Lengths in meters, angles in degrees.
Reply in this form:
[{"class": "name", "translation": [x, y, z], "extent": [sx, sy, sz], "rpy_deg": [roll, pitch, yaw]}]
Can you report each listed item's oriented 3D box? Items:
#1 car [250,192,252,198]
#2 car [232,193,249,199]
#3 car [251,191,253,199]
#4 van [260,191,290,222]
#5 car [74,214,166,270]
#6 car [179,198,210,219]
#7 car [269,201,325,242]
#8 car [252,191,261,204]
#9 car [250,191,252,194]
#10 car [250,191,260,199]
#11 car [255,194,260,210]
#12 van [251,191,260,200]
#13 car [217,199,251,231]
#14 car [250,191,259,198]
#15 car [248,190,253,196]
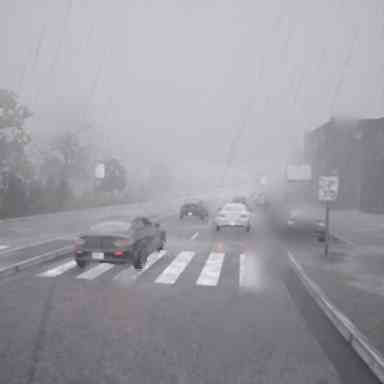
[{"class": "car", "translation": [11.129, 1.110, 54.268], "extent": [2.231, 1.521, 4.892], "rpy_deg": [1, 1, 9]}, {"class": "car", "translation": [6.507, 1.165, 45.347], "extent": [1.837, 1.490, 4.892], "rpy_deg": [1, 1, 9]}, {"class": "car", "translation": [10.261, 1.026, 48.786], "extent": [2.185, 1.767, 4.553], "rpy_deg": [1, 1, 9]}, {"class": "van", "translation": [6.806, 1.094, 26.979], "extent": [1.878, 1.987, 4.442], "rpy_deg": [1, 1, 9]}, {"class": "car", "translation": [-2.098, 1.416, 10.627], "extent": [1.812, 1.442, 4.674], "rpy_deg": [1, 0, 7]}, {"class": "car", "translation": [0.248, 1.274, 26.268], "extent": [1.837, 1.490, 4.892], "rpy_deg": [1, 1, 9]}, {"class": "car", "translation": [5.083, 1.444, 16.008], "extent": [2.002, 1.452, 4.674], "rpy_deg": [2, 1, 9]}, {"class": "car", "translation": [9.396, 1.068, 43.328], "extent": [2.185, 1.767, 4.553], "rpy_deg": [1, 1, 9]}, {"class": "car", "translation": [11.994, 1.067, 59.726], "extent": [2.097, 1.535, 5.008], "rpy_deg": [1, 1, 9]}, {"class": "car", "translation": [15.450, 0.774, 81.527], "extent": [2.185, 1.767, 4.553], "rpy_deg": [1, 1, 9]}, {"class": "car", "translation": [8.515, 1.276, 37.778], "extent": [2.002, 1.452, 4.674], "rpy_deg": [1, 1, 9]}, {"class": "van", "translation": [14.610, 0.715, 76.215], "extent": [1.878, 1.987, 4.442], "rpy_deg": [1, 1, 9]}, {"class": "car", "translation": [2.469, 1.385, 19.467], "extent": [1.812, 1.442, 4.674], "rpy_deg": [1, 1, 9]}, {"class": "car", "translation": [16.315, 0.732, 86.983], "extent": [2.185, 1.767, 4.553], "rpy_deg": [1, 1, 9]}, {"class": "car", "translation": [12.847, 0.775, 65.090], "extent": [2.435, 2.045, 5.566], "rpy_deg": [1, 1, 9]}]
